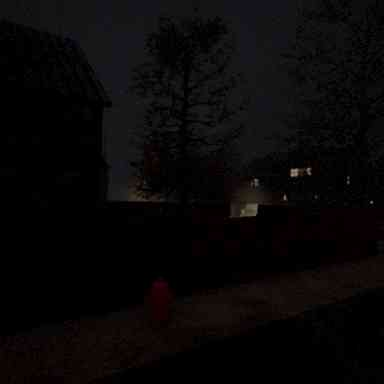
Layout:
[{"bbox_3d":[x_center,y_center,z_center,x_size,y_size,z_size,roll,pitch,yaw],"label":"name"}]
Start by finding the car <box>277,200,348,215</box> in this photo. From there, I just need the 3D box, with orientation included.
[{"bbox_3d":[8.746,1.634,24.335,2.150,2.045,5.566,2,-2,-35],"label":"car"}]
